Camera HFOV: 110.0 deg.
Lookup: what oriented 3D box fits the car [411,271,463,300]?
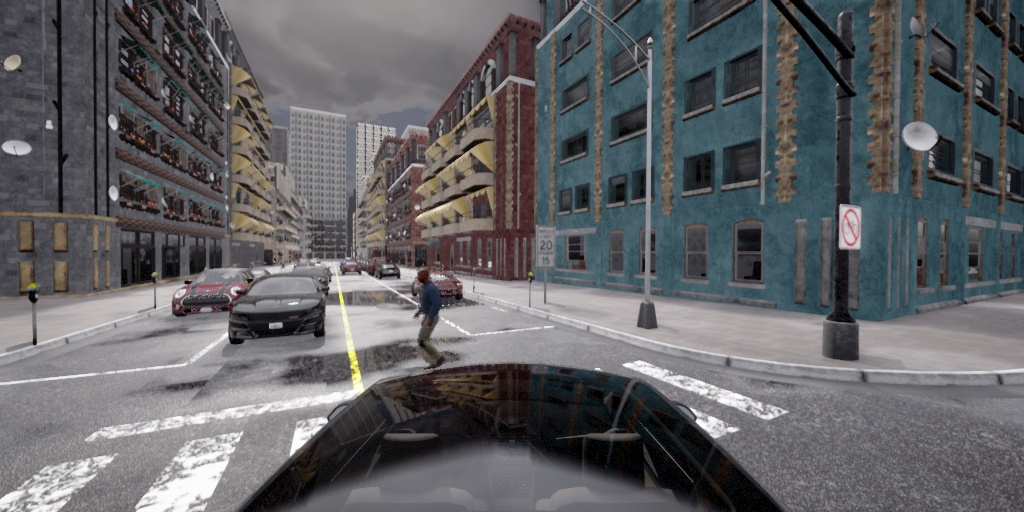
[{"bbox_3d":[-3.522,1.322,16.671,1.802,1.307,4.207,0,0,-27],"label":"car"}]

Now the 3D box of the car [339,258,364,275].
[{"bbox_3d":[-17.418,1.246,38.908,1.812,1.442,4.674,0,0,-26],"label":"car"}]

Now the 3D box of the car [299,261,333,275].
[{"bbox_3d":[-15.059,1.292,27.675,1.994,1.385,4.181,0,0,-27],"label":"car"}]

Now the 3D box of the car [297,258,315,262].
[{"bbox_3d":[-27.905,1.149,47.892,1.967,1.591,4.097,0,0,-27],"label":"car"}]

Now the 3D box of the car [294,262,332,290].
[{"bbox_3d":[-10.623,1.241,18.774,1.837,1.490,4.892,0,0,-27],"label":"car"}]

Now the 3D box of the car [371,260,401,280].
[{"bbox_3d":[-10.956,1.294,31.566,1.948,1.339,4.313,0,0,-27],"label":"car"}]

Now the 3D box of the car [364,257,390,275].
[{"bbox_3d":[-13.432,1.039,36.532,2.192,1.841,5.009,0,0,-27],"label":"car"}]

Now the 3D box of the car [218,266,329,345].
[{"bbox_3d":[-6.205,1.220,9.905,1.882,1.535,5.008,0,0,-27],"label":"car"}]

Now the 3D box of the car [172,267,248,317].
[{"bbox_3d":[-10.569,1.179,13.132,1.967,1.591,4.097,0,0,-27],"label":"car"}]

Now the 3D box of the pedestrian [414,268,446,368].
[{"bbox_3d":[-1.428,1.041,6.213,0.375,1.860,0.375,-1,1,-26],"label":"pedestrian"}]
